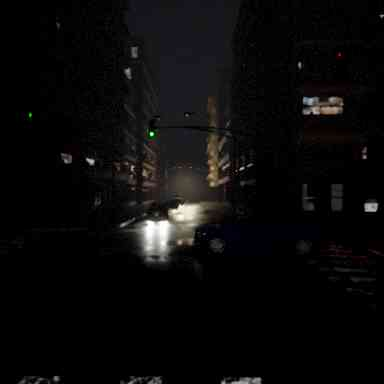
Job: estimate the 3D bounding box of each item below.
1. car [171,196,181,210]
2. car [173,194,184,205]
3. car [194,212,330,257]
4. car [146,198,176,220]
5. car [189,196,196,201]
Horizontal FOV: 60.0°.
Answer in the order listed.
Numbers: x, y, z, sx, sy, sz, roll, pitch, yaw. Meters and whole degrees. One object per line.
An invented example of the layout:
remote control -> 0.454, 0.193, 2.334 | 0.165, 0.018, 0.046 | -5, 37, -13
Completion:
car -> -2.822, 1.669, 44.184 | 1.994, 1.385, 4.181 | 0, 0, 0
car -> -2.732, 1.492, 62.798 | 2.150, 2.045, 5.566 | 0, 0, 0
car -> 2.599, 1.537, 12.780 | 5.008, 1.535, 1.882 | 1, 0, 4
car -> -2.837, 1.556, 29.128 | 2.128, 1.511, 4.902 | 0, 0, 0
car -> 0.026, 1.859, 93.615 | 1.994, 1.385, 4.181 | 0, 0, 0
